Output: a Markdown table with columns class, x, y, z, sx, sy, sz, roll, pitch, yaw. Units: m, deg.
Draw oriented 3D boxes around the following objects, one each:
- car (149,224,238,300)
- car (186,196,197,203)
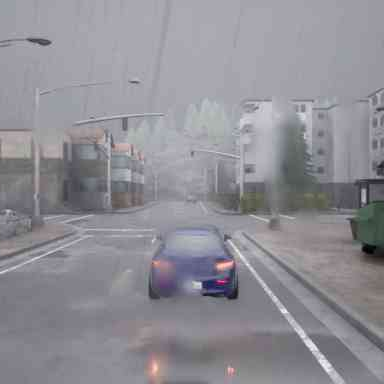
| class | x | y | z | sx | sy | sz | roll | pitch | yaw |
| --- | --- | --- | --- | --- | --- | --- | --- | --- | --- |
| car | 0.040 | 1.526 | 8.290 | 1.812 | 1.442 | 4.674 | 0 | 0 | 0 |
| car | -0.143 | 1.526 | 66.933 | 1.812 | 1.442 | 4.674 | 0 | 0 | 0 |
